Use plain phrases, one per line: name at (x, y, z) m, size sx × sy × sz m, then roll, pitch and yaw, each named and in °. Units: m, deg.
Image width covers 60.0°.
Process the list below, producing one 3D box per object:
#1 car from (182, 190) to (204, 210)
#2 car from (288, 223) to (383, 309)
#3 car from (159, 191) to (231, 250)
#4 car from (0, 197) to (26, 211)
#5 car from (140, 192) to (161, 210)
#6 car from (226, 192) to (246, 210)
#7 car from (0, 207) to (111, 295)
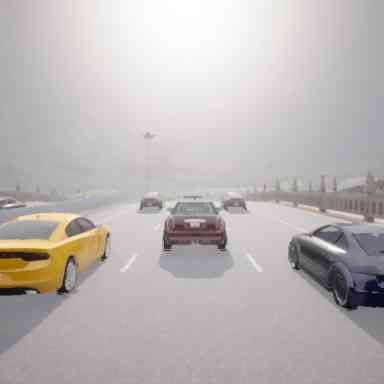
car at (0.088, 0.674, 30.060) m, size 1.882 × 1.535 × 5.008 m, roll 0°, pitch 2°, yaw 0°
car at (3.597, 1.364, 7.377) m, size 1.994 × 1.385 × 4.181 m, roll 0°, pitch 2°, yaw 0°
car at (0.095, 1.009, 12.730) m, size 2.097 × 1.767 × 4.553 m, roll 0°, pitch 1°, yaw 0°
car at (-10.606, 1.022, 17.491) m, size 2.128 × 1.511 × 4.902 m, roll 0°, pitch 2°, yaw 0°
car at (-3.412, 0.748, 29.077) m, size 1.812 × 1.442 × 4.674 m, roll 0°, pitch 2°, yaw 0°
car at (3.588, 0.748, 29.068) m, size 1.812 × 1.442 × 4.674 m, roll 0°, pitch 2°, yaw 0°
car at (-3.404, 1.255, 8.205) m, size 1.882 × 1.535 × 5.008 m, roll 0°, pitch 2°, yaw 0°
